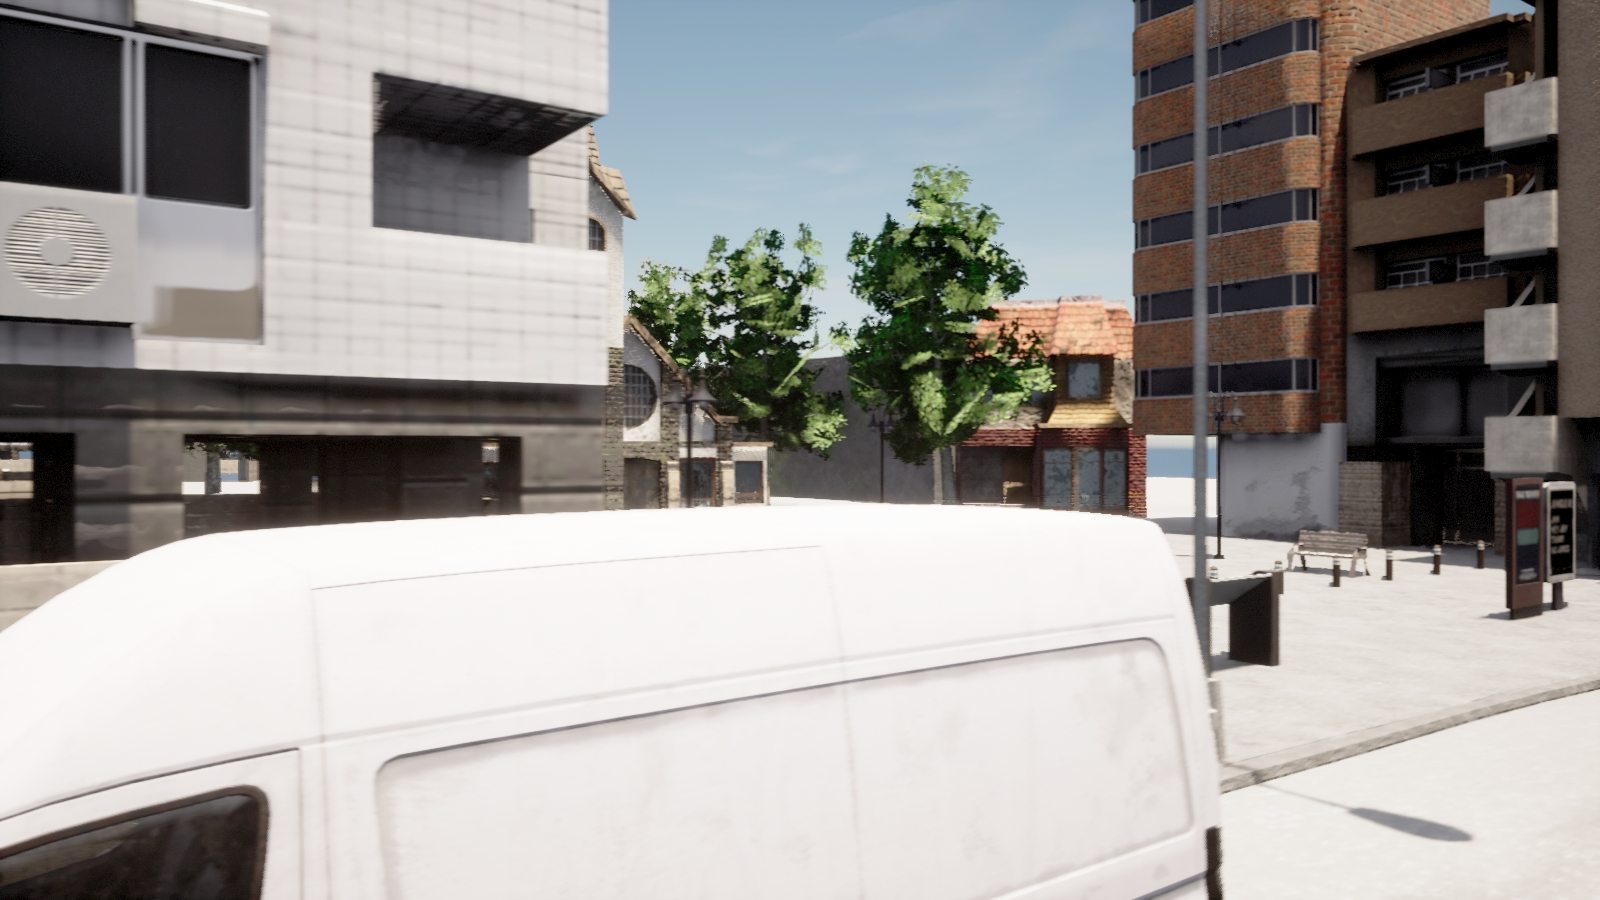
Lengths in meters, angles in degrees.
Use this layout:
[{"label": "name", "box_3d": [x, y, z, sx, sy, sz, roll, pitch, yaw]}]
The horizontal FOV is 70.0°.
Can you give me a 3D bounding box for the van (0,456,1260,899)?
[{"label": "van", "box_3d": [-1.151, 1.314, 3.649, 5.915, 2.561, 1.988, 0, 0, -35]}]
